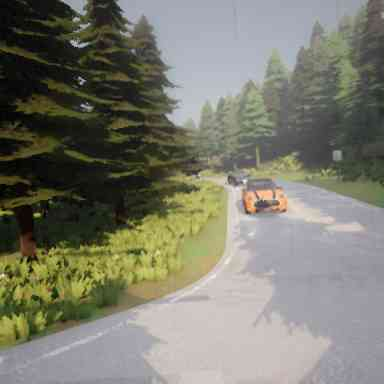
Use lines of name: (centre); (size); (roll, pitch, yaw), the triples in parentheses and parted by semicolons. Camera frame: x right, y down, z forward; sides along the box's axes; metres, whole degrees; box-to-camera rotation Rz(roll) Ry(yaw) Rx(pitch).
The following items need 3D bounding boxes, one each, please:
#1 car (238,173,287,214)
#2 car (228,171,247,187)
car: (3.890, 0.079, 18.520); (2.097, 1.767, 4.553); (-4, 5, 6)
car: (4.966, -1.415, 34.538); (2.128, 1.511, 4.902); (-4, 6, -5)
